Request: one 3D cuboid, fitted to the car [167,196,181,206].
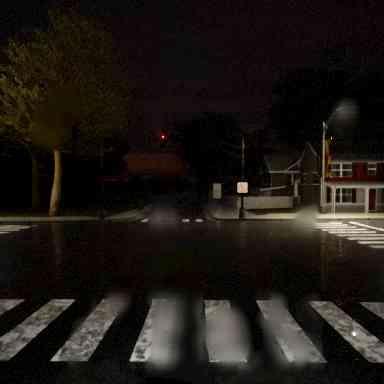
[{"bbox_3d":[-2.903,1.484,54.765,2.033,1.411,5.357,0,0,0],"label":"car"}]

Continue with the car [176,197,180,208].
[{"bbox_3d":[-2.945,1.460,44.136,1.837,1.490,4.892,0,0,0],"label":"car"}]

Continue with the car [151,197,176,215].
[{"bbox_3d":[-2.982,1.447,33.834,1.882,1.535,5.008,0,0,0],"label":"car"}]
